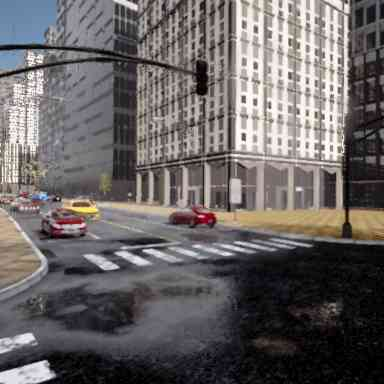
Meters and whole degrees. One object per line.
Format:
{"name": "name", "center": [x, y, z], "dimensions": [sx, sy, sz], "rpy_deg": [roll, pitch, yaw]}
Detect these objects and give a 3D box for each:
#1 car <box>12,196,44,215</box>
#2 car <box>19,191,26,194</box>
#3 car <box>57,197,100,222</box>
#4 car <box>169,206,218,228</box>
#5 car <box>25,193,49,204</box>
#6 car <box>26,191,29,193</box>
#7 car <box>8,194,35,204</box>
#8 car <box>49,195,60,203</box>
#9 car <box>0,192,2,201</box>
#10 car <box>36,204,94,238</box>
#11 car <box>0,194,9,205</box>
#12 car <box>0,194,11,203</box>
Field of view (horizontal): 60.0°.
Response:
{"name": "car", "center": [-15.376, 1.360, 31.117], "dimensions": [1.802, 1.307, 4.206], "rpy_deg": [1, 0, -32]}
{"name": "car", "center": [-40.700, 0.670, 80.581], "dimensions": [2.192, 1.841, 5.009], "rpy_deg": [2, 0, -38]}
{"name": "car", "center": [-8.337, 1.356, 24.686], "dimensions": [1.882, 1.535, 5.008], "rpy_deg": [1, 0, -32]}
{"name": "car", "center": [0.042, 1.569, 21.694], "dimensions": [1.802, 1.307, 4.206], "rpy_deg": [1, 0, -31]}
{"name": "car", "center": [-21.049, 1.244, 44.633], "dimensions": [1.994, 1.385, 4.181], "rpy_deg": [1, 0, -33]}
{"name": "car", "center": [-33.961, 1.005, 71.812], "dimensions": [1.887, 1.381, 4.507], "rpy_deg": [1, 0, -37]}
{"name": "car", "center": [-18.278, 1.258, 35.644], "dimensions": [1.752, 1.417, 4.829], "rpy_deg": [1, 0, -33]}
{"name": "car", "center": [-24.120, 1.179, 58.493], "dimensions": [1.947, 1.339, 4.313], "rpy_deg": [1, 0, -36]}
{"name": "car", "center": [-37.455, 0.869, 63.138], "dimensions": [1.967, 1.590, 4.097], "rpy_deg": [2, 0, -37]}
{"name": "car", "center": [-6.625, 1.497, 17.070], "dimensions": [1.802, 1.307, 4.206], "rpy_deg": [1, 0, -31]}
{"name": "car", "center": [-27.681, 1.128, 49.622], "dimensions": [1.887, 1.381, 4.507], "rpy_deg": [1, 0, -35]}
{"name": "car", "center": [-30.790, 1.060, 54.025], "dimensions": [1.752, 1.417, 4.829], "rpy_deg": [2, 0, -35]}
